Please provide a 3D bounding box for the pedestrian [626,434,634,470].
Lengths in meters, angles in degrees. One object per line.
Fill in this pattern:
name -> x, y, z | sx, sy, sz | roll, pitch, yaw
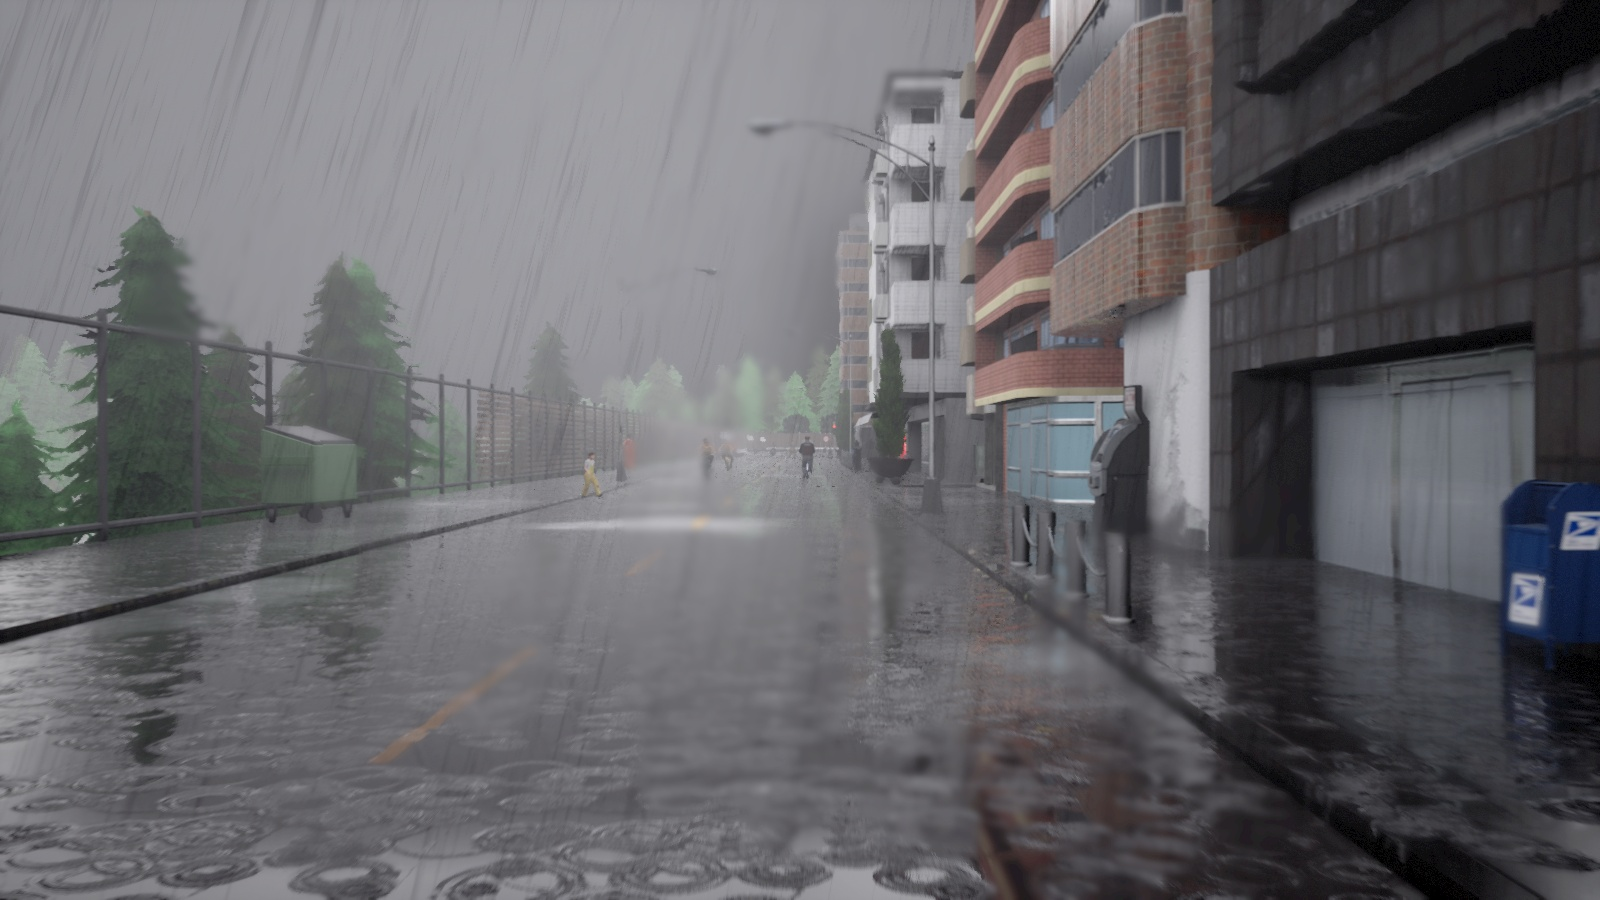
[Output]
pedestrian -> -8.695, 0.087, 64.249 | 0.345, 1.836, 0.594 | 0, 0, -5

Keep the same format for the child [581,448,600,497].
child -> -5.449, 0.574, 32.676 | 0.437, 1.263, 0.270 | 0, 0, 32
